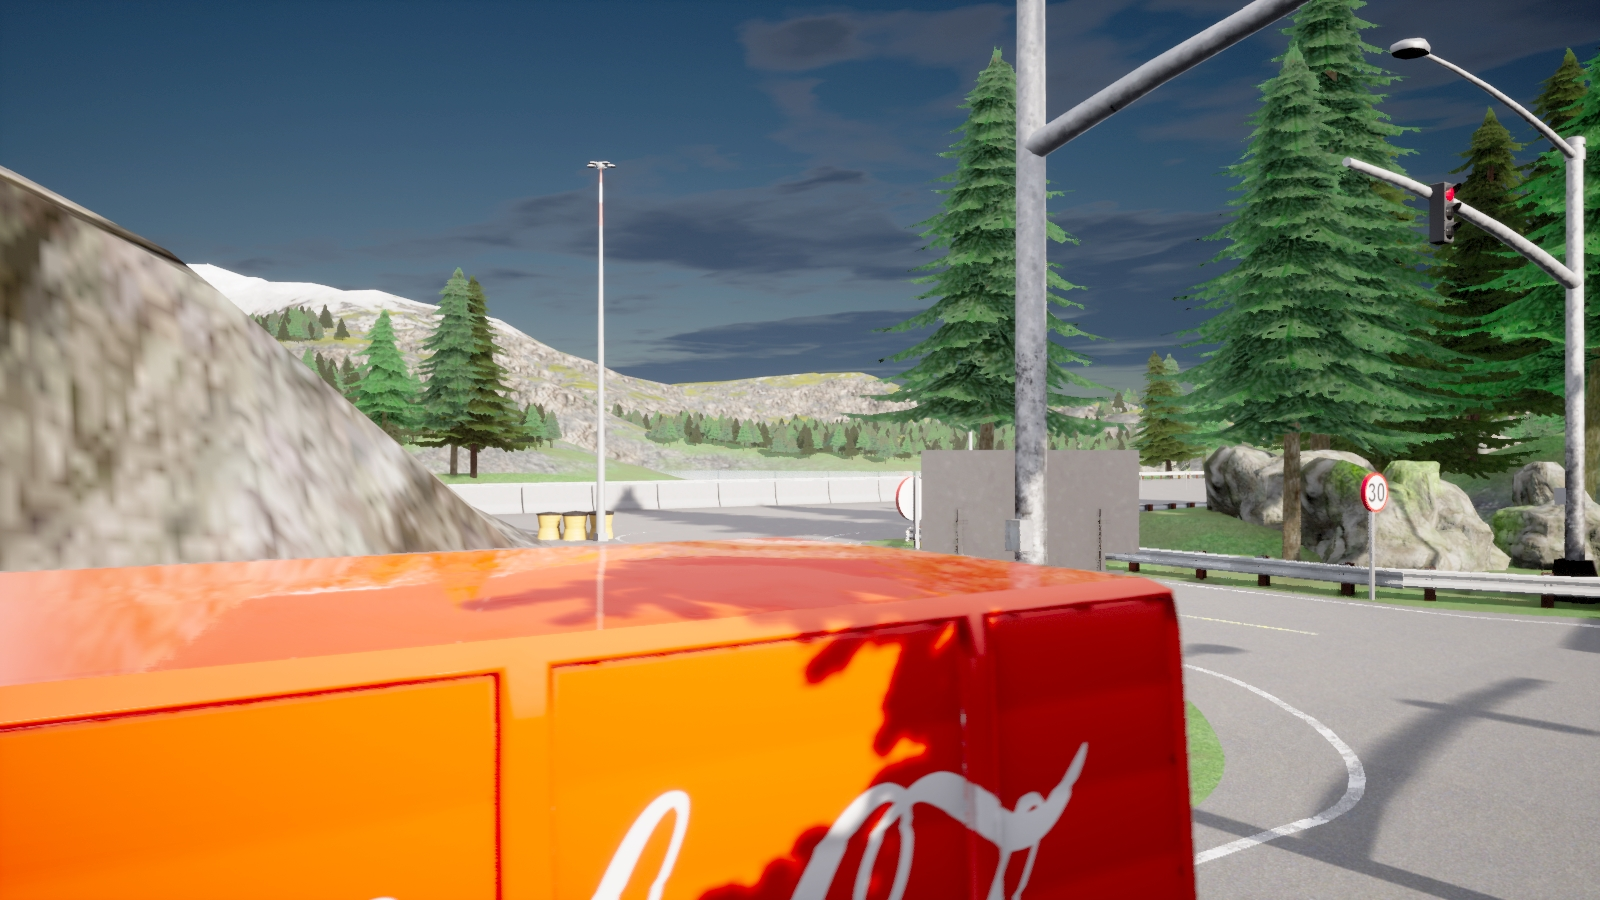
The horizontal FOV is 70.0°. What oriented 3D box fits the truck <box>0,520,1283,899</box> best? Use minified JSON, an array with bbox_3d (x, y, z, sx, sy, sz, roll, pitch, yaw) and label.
[{"bbox_3d":[-1.618,1.560,2.625,5.204,2.467,2.627,0,0,-34],"label":"truck"}]
